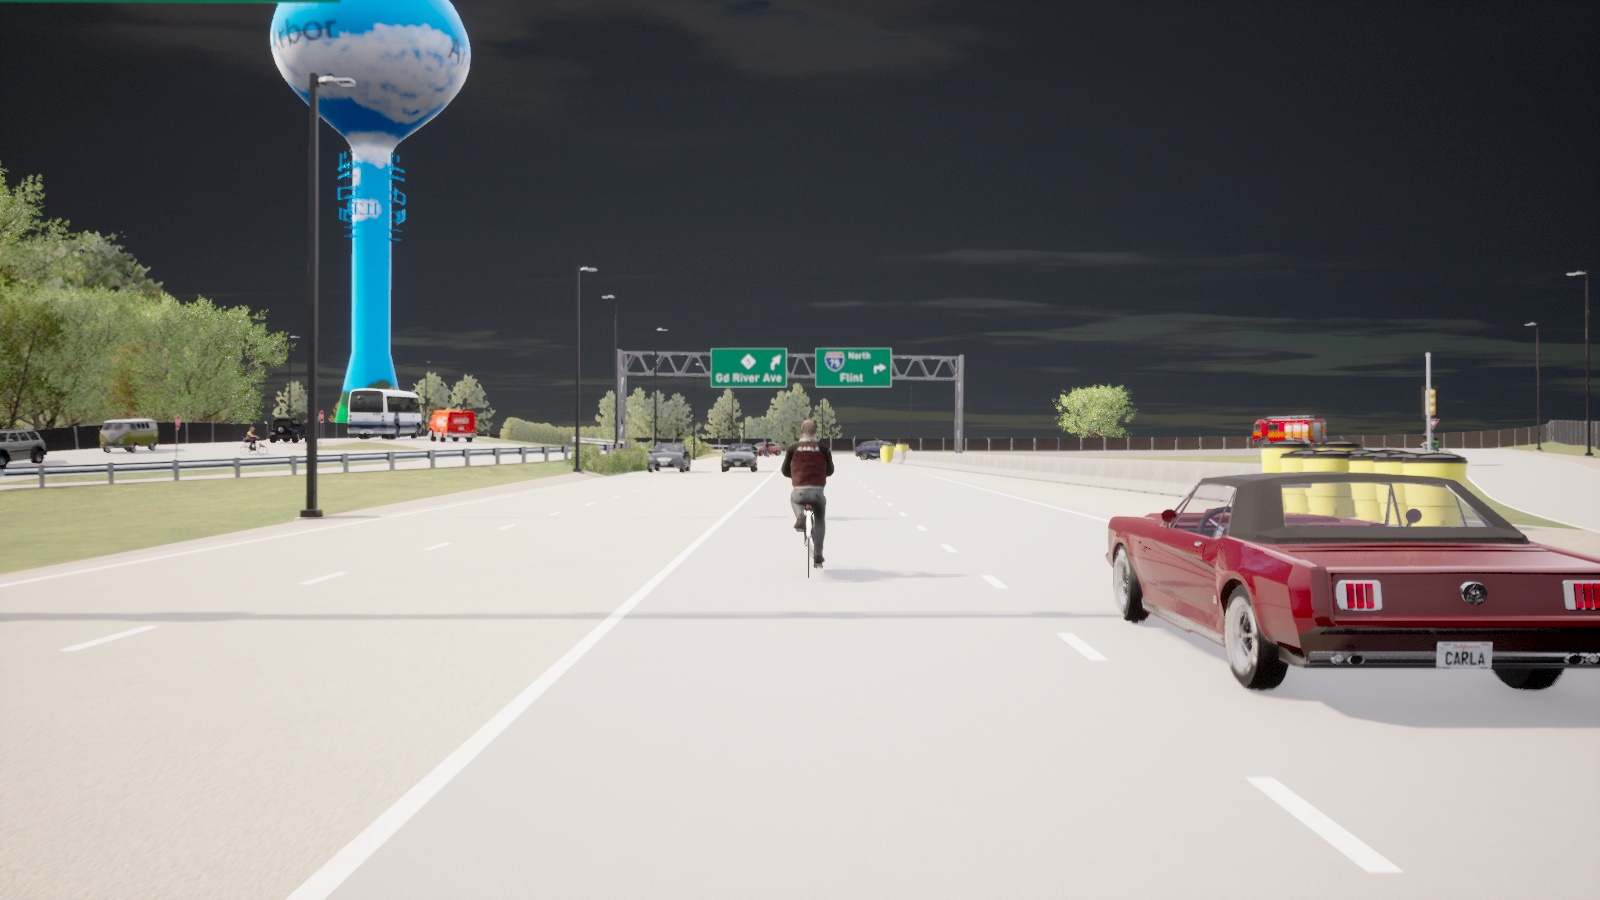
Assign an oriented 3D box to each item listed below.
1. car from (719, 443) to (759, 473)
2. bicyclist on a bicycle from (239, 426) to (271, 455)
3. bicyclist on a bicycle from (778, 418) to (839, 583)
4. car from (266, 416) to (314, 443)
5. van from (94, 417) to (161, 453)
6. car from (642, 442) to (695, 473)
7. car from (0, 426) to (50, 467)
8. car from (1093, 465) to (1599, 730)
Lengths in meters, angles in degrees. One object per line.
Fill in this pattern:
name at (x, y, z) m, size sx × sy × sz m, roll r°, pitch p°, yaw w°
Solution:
car at (-3.115, 0.388, 64.681) m, size 1.816 × 1.474 × 4.193 m, roll 0°, pitch 0°, yaw 0°
bicyclist on a bicycle at (-30.894, -0.562, 71.203) m, size 1.509 × 1.612 × 0.866 m, roll -1°, pitch 2°, yaw -14°
bicyclist on a bicycle at (0.098, 0.538, 14.445) m, size 0.659 × 1.776 × 1.843 m, roll 0°, pitch 0°, yaw 0°
car at (-36.725, -1.532, 90.557) m, size 1.905 × 1.878 × 3.866 m, roll 0°, pitch 2°, yaw 0°
van at (-40.046, -0.927, 74.882) m, size 1.775 × 1.987 × 4.442 m, roll 0°, pitch 3°, yaw -3°
car at (-6.622, 0.331, 63.598) m, size 2.128 × 1.511 × 4.902 m, roll 0°, pitch 0°, yaw 0°
car at (-39.769, -0.181, 62.553) m, size 1.932 × 1.855 × 4.605 m, roll 0°, pitch 3°, yaw 1°
car at (3.566, 0.800, 8.915) m, size 1.895 × 1.301 × 4.718 m, roll 0°, pitch 0°, yaw 0°
